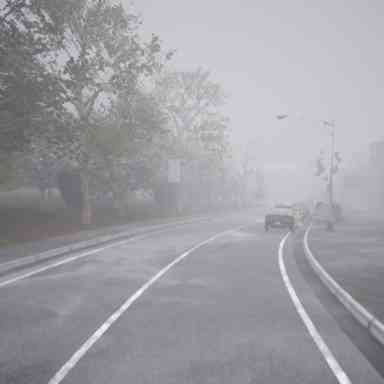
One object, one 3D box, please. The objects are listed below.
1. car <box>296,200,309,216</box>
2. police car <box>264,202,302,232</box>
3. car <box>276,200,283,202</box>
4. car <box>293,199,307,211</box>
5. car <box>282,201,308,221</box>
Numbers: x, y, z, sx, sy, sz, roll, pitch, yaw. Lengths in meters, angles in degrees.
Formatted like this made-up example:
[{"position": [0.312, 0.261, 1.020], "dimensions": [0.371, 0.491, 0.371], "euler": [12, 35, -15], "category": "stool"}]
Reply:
[{"position": [12.273, 1.953, 38.281], "dimensions": [2.097, 1.767, 4.553], "euler": [2, 0, 22], "category": "car"}, {"position": [6.390, 1.798, 23.474], "dimensions": [1.930, 1.638, 5.238], "euler": [2, 0, 22], "category": "police car"}, {"position": [16.216, 2.267, 61.361], "dimensions": [1.882, 1.535, 5.008], "euler": [2, 0, 19], "category": "car"}, {"position": [18.782, 2.207, 57.833], "dimensions": [2.097, 1.767, 4.553], "euler": [2, 0, 19], "category": "car"}, {"position": [10.126, 1.975, 32.884], "dimensions": [1.801, 1.575, 5.366], "euler": [2, 0, 22], "category": "car"}]
